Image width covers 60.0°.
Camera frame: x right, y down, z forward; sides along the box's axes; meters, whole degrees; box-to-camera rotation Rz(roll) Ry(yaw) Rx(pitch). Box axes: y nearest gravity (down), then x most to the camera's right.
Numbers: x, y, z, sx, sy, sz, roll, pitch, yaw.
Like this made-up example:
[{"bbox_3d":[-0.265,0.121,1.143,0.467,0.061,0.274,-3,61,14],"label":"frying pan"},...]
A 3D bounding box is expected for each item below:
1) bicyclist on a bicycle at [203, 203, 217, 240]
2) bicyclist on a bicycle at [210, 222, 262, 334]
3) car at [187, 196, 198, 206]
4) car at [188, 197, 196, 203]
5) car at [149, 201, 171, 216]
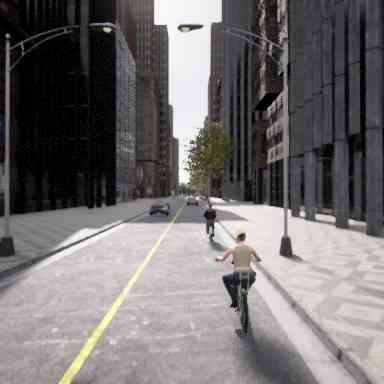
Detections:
[{"bbox_3d":[0.824,1.393,15.160,0.659,1.776,1.843,0,0,0],"label":"bicyclist on a bicycle"},{"bbox_3d":[0.836,1.442,5.809,0.866,1.612,1.509,0,0,0],"label":"bicyclist on a bicycle"},{"bbox_3d":[0.086,1.765,60.211,1.994,1.385,4.181,0,0,0],"label":"car"},{"bbox_3d":[-0.014,1.794,75.928,1.837,1.490,4.892,0,0,0],"label":"car"},{"bbox_3d":[-3.107,1.630,33.324,2.033,1.411,5.357,0,0,0],"label":"car"}]
